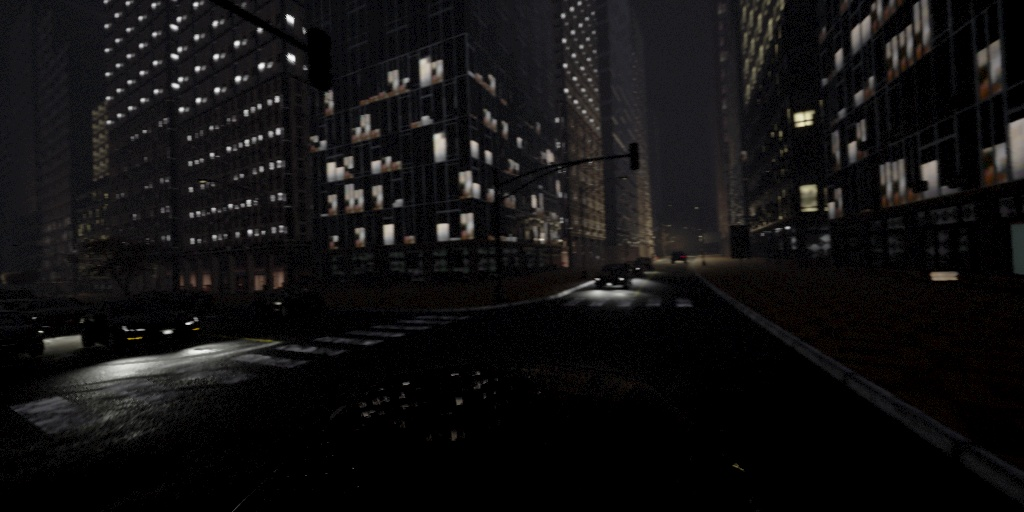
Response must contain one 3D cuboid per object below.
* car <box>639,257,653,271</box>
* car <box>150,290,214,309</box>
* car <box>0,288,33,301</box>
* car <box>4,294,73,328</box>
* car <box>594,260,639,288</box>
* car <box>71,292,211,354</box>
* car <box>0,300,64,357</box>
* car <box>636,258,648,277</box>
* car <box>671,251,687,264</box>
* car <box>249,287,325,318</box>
[{"bbox_3d":[15.067,0.874,41.227,1.882,1.535,5.008,-3,0,26],"label":"car"},{"bbox_3d":[-20.878,2.863,22.964,4.313,1.339,1.948,0,0,29],"label":"car"},{"bbox_3d":[-30.376,3.010,21.562,5.566,2.045,2.150,-4,-2,29],"label":"car"},{"bbox_3d":[-21.022,2.644,16.437,5.008,1.535,1.882,-4,-1,29],"label":"car"},{"bbox_3d":[6.509,1.179,22.615,2.033,1.411,5.357,-3,0,23],"label":"car"},{"bbox_3d":[-11.982,2.074,11.505,4.892,1.490,1.837,-4,-1,30],"label":"car"},{"bbox_3d":[-15.041,2.261,10.220,4.403,1.370,2.007,0,0,29],"label":"car"},{"bbox_3d":[10.612,1.123,31.777,1.895,1.301,4.718,-3,0,25],"label":"car"},{"bbox_3d":[26.762,0.216,57.496,2.150,2.045,5.566,-3,0,28],"label":"car"},{"bbox_3d":[-11.024,2.196,17.575,4.403,1.370,2.007,0,0,29],"label":"car"}]
